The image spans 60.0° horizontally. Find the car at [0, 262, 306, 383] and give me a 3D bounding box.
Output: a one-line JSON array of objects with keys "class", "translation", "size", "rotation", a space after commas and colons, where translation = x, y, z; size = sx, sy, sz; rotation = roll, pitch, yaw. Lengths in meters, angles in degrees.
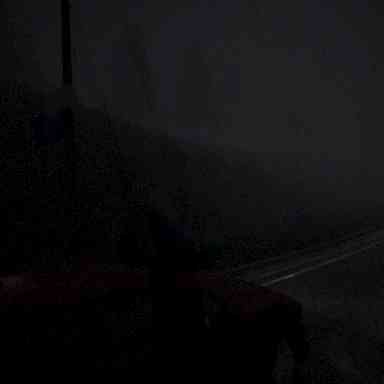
[{"class": "car", "translation": [-0.930, 1.457, 3.200], "size": [5.008, 1.535, 1.882], "rotation": [-2, 2, -37]}]
